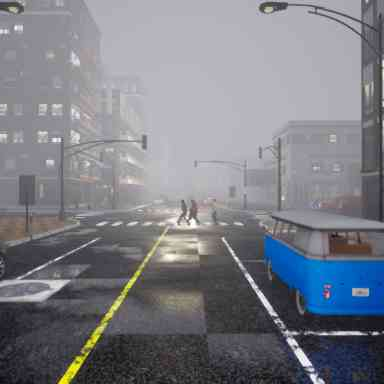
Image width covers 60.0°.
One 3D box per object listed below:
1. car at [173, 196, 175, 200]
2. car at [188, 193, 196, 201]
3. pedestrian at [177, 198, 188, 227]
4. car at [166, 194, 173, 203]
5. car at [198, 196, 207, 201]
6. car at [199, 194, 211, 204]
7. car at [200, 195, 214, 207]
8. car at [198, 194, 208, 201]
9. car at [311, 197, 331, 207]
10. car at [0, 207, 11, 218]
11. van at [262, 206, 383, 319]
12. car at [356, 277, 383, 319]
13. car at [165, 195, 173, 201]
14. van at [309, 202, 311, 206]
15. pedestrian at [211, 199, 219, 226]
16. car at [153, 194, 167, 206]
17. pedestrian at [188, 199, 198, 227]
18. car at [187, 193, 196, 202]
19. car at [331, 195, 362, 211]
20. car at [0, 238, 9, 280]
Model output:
[{"bbox_3d":[-5.737,1.627,79.563,2.008,1.369,4.403,0,0,0],"label":"car"},{"bbox_3d":[-0.054,1.209,88.711,2.150,2.045,5.566,0,0,0],"label":"car"},{"bbox_3d":[-0.587,1.299,21.182,0.375,1.860,0.375,0,0,0],"label":"pedestrian"},{"bbox_3d":[-5.729,1.372,68.485,2.192,1.841,5.009,0,0,0],"label":"car"},{"bbox_3d":[2.640,1.638,85.108,2.008,1.369,4.403,0,0,0],"label":"car"},{"bbox_3d":[2.651,1.372,68.491,2.192,1.841,5.009,0,0,0],"label":"car"},{"bbox_3d":[2.661,1.559,52.043,1.752,1.417,4.829,0,0,0],"label":"car"},{"bbox_3d":[2.654,1.630,62.952,1.802,1.307,4.206,0,0,0],"label":"car"},{"bbox_3d":[15.471,1.294,33.775,5.566,2.045,2.150,0,0,0],"label":"car"},{"bbox_3d":[-17.483,1.533,27.886,4.206,1.307,1.802,0,0,0],"label":"car"},{"bbox_3d":[2.656,1.342,7.086,1.690,1.788,3.998,0,0,0],"label":"van"},{"bbox_3d":[2.659,1.582,1.397,1.802,1.307,4.206,0,0,0],"label":"car"},{"bbox_3d":[-5.740,1.613,84.933,1.752,1.417,4.829,0,0,0],"label":"car"},{"bbox_3d":[14.877,1.424,36.365,3.998,1.788,1.690,0,0,0],"label":"van"},{"bbox_3d":[1.499,1.299,21.777,0.375,1.860,0.375,0,0,0],"label":"pedestrian"},{"bbox_3d":[-5.723,1.566,57.236,1.752,1.417,4.829,0,0,0],"label":"car"},{"bbox_3d":[0.047,1.297,22.380,0.375,1.860,0.375,0,0,0],"label":"pedestrian"},{"bbox_3d":[-0.048,1.430,78.648,2.097,1.767,4.553,0,0,0],"label":"car"},{"bbox_3d":[14.905,1.357,27.986,5.009,1.841,2.192,0,0,0],"label":"car"},{"bbox_3d":[-5.692,1.567,7.107,1.947,1.339,4.313,0,0,0],"label":"car"}]
